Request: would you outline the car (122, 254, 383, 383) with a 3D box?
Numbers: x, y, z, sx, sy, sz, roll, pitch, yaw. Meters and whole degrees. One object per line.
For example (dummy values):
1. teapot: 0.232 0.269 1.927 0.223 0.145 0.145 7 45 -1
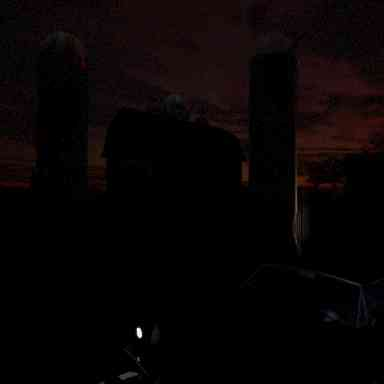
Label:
1. car: 1.565 1.602 4.316 4.718 1.301 1.895 0 0 -37
